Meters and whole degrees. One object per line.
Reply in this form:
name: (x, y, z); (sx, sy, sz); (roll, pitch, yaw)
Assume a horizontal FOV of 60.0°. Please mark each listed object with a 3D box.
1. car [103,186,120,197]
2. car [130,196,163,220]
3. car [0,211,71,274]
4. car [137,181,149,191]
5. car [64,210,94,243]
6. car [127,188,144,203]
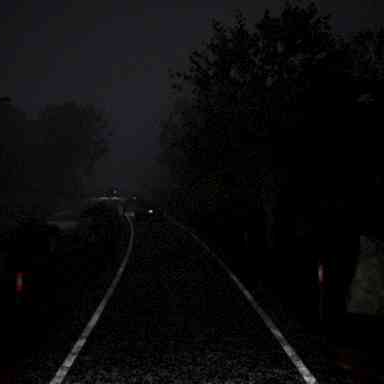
car: (-13.150, -0.120, 54.501); (2.097, 1.767, 4.553); (0, 3, -6)
car: (-3.424, 1.312, 25.713); (1.994, 1.385, 4.181); (-1, 2, -14)
car: (-6.427, 1.678, 11.590); (2.097, 1.535, 5.008); (-1, 0, 3)
car: (-10.835, -1.324, 73.451); (2.150, 2.045, 5.566); (0, 2, -5)
car: (-6.565, 1.725, 17.732); (2.002, 1.452, 4.674); (2, 0, -2)
car: (-7.270, 0.646, 42.518); (1.994, 1.385, 4.181); (0, 3, -8)
